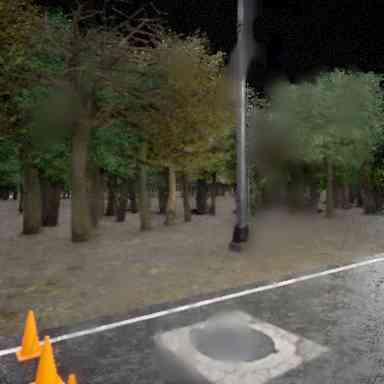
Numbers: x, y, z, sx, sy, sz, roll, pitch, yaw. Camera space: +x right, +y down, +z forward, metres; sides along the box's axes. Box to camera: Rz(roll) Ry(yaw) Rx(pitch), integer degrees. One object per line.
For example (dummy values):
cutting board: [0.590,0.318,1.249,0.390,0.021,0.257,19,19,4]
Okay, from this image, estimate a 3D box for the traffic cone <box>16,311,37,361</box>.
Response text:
traffic cone: [-2.245,1.955,4.643,0.340,0.580,0.340,0,0,-36]

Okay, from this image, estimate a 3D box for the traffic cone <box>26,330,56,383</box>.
traffic cone: [-1.664,1.955,3.829,0.340,0.580,0.340,0,0,-36]

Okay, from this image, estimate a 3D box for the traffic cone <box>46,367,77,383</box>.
traffic cone: [-1.083,1.954,3.015,0.340,0.580,0.340,0,0,-36]
